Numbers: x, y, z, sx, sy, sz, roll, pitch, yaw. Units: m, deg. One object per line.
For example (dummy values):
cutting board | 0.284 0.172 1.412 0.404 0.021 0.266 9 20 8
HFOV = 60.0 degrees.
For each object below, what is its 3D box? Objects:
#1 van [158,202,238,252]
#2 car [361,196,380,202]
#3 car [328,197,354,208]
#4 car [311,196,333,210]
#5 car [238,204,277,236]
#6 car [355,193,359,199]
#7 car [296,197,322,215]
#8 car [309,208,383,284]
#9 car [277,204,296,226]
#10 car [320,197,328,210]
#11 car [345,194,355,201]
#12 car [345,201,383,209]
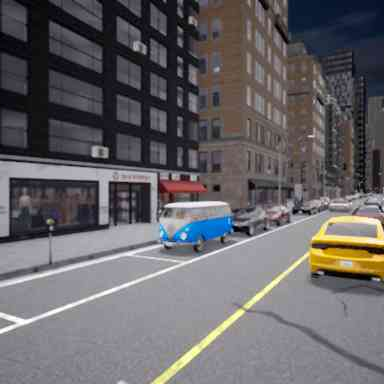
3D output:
van | 0.227 1.297 13.438 1.690 1.788 3.998 0 0 30
car | 20.280 1.467 37.319 1.812 1.442 4.674 0 0 30
car | 16.239 1.533 36.392 1.895 1.301 4.718 0 0 30
car | 16.502 1.356 42.156 1.967 1.590 4.097 0 0 30
car | 2.940 1.514 18.225 1.947 1.339 4.313 0 0 30
car | 40.175 1.466 83.820 2.008 1.369 4.403 0 0 30
car | 11.077 1.494 32.583 1.947 1.339 4.313 0 0 30
car | 4.720 1.458 9.664 1.882 1.535 5.008 0 1 30
car | 5.652 1.523 23.011 1.802 1.307 4.206 0 0 30
car | 13.789 1.503 37.370 1.802 1.307 4.206 0 0 30
car | 34.824 1.490 74.419 1.802 1.307 4.206 0 0 30
car | 11.006 1.529 20.754 1.994 1.385 4.181 0 0 30
